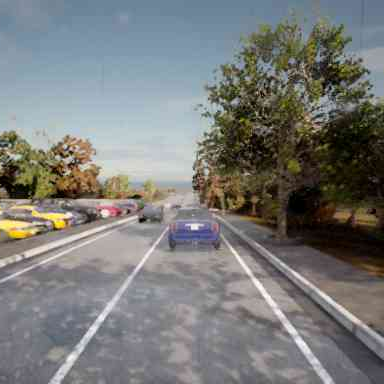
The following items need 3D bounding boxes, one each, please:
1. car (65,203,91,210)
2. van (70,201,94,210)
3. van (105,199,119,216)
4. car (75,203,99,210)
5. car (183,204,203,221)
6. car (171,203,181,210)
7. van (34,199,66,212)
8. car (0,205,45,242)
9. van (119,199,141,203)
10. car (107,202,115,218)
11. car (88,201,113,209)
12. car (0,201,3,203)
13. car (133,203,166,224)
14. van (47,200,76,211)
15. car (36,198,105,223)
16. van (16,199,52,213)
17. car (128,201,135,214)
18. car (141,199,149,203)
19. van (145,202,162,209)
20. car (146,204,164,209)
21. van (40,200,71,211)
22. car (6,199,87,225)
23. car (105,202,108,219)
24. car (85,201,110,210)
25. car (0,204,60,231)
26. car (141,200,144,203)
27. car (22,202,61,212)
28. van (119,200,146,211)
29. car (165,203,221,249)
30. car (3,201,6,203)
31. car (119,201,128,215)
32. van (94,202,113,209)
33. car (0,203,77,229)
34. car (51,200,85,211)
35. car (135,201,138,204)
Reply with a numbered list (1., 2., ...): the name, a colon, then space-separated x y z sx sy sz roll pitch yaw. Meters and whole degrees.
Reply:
1. car: -23.385 3.043 68.473 4.674 1.452 2.002 0 -2 0
2. van: -23.503 2.882 71.126 4.442 1.987 1.878 0 -2 0
3. van: -10.442 1.745 35.074 4.442 1.987 1.878 0 -1 0
4. car: -23.387 3.258 73.883 4.674 1.452 2.002 0 -2 0
5. car: 0.099 1.936 32.862 1.837 1.490 4.892 0 -1 0
6. car: -3.269 3.064 68.802 1.994 1.385 4.181 0 -2 0
7. van: -23.278 2.221 54.510 4.442 1.987 1.878 0 -2 0
8. car: -10.150 1.558 15.655 5.366 1.575 1.946 0 -1 0
9. van: -10.201 2.074 48.951 4.442 1.987 1.878 0 -1 0
10. car: -10.329 1.946 32.292 4.674 1.452 2.002 0 -1 0
11. car: -23.351 3.412 85.093 5.566 2.045 2.435 0 -2 0
12. car: -23.400 1.973 35.143 5.008 1.535 2.097 0 -1 0
13. car: -3.350 1.879 28.442 2.033 1.411 5.357 0 -1 0
14. van: -23.509 2.442 60.054 4.442 1.987 1.878 0 -2 0
15. car: -10.301 1.523 26.749 5.566 2.045 2.435 0 -1 0
16. van: -23.281 2.078 49.120 4.442 1.987 1.878 0 -1 0
17. car: -10.291 2.198 43.393 4.792 1.488 2.163 0 -1 0
18. car: -10.343 2.195 54.487 5.566 2.045 2.435 0 -2 0
19. van: -10.413 3.654 90.548 4.442 1.987 1.878 0 -2 0
20. car: -10.324 4.020 93.312 4.792 1.488 2.163 0 -2 0
21. van: -23.510 2.337 57.411 4.442 1.987 1.878 0 -2 0
22. car: -10.362 1.586 23.975 4.553 1.767 2.185 0 -1 0
23. car: -10.358 1.869 29.518 4.792 1.488 2.163 0 -1 0
24. car: -23.352 3.302 82.325 5.566 2.045 2.435 0 -2 0
25. car: -10.340 1.604 18.424 4.892 1.521 2.231 0 -1 0
26. car: -10.346 2.395 51.727 4.792 1.488 2.163 0 -2 0
27. car: -23.401 2.370 51.884 5.008 1.535 2.097 0 -1 0
28. van: -10.197 2.330 57.260 4.442 1.987 1.878 0 -2 0
29. car: 0.100 1.448 15.062 2.097 1.767 4.553 0 -1 0
30. car: -23.398 2.042 38.038 5.008 1.535 2.097 0 -1 0
31. car: -10.329 2.037 37.844 5.008 1.535 2.097 0 -1 0
32. van: -23.261 3.548 87.859 4.442 1.987 1.878 0 -2 0
33. car: -10.339 1.653 21.196 5.008 1.535 2.097 0 -1 0
34. car: -23.362 2.526 62.823 5.566 2.045 2.435 0 -2 0
35. car: -10.322 2.274 46.170 4.674 1.452 2.002 0 -1 0
